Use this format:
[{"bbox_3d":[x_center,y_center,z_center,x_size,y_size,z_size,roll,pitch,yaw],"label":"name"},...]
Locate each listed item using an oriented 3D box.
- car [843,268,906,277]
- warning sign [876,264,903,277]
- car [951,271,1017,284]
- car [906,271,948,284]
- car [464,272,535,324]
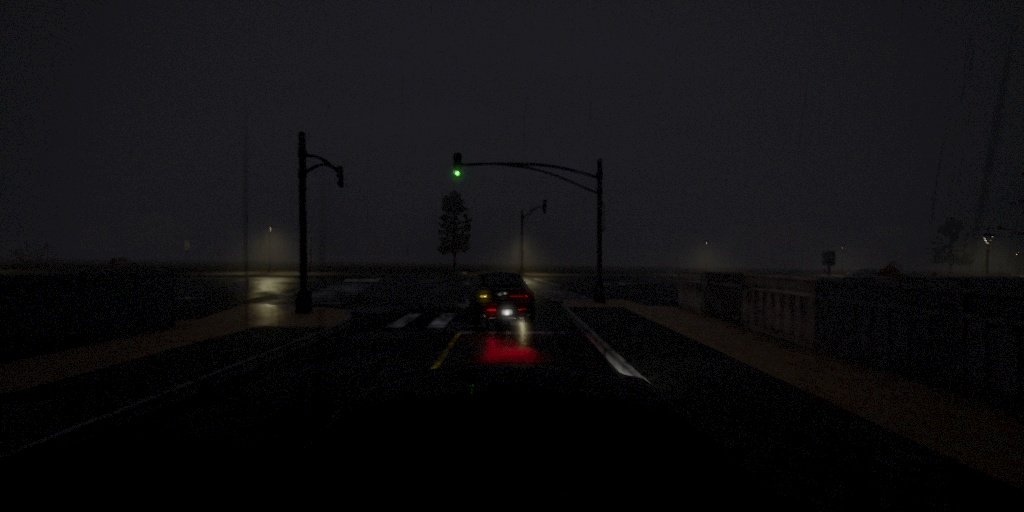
[{"bbox_3d":[35.056,1.880,35.004,5.357,1.411,2.033,1,1,-16],"label":"car"},{"bbox_3d":[22.960,1.395,21.847,1.060,1.860,1.300,0,0,-15],"label":"warning sign"},{"bbox_3d":[38.909,1.975,29.236,5.008,1.535,1.882,1,1,-16],"label":"car"},{"bbox_3d":[37.692,2.028,32.272,4.718,1.301,1.895,1,1,-15],"label":"car"},{"bbox_3d":[-0.511,1.263,12.040,1.837,1.490,4.892,0,0,-9],"label":"car"}]
